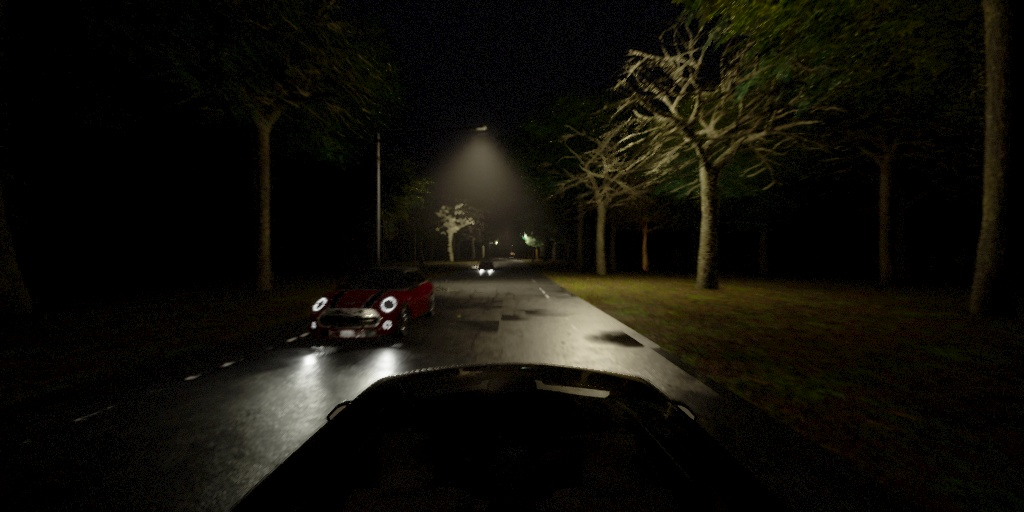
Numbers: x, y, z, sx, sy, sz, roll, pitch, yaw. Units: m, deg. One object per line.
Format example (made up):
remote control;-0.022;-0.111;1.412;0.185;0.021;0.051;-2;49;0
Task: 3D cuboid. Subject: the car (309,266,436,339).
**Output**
car;-3.596;1.103;10.066;2.097;1.767;4.553;0;0;0

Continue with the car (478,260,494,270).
car;-3.568;1.257;50.462;1.994;1.385;4.181;0;0;0
